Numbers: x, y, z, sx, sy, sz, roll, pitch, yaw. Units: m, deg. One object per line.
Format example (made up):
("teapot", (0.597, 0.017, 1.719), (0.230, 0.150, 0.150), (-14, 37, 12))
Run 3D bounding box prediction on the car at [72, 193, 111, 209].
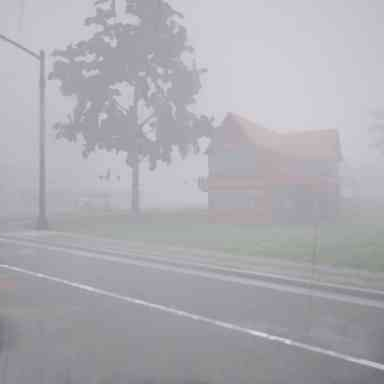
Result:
("car", (-13.743, 1.204, 46.008), (2.150, 2.045, 5.566), (0, 0, 34))
